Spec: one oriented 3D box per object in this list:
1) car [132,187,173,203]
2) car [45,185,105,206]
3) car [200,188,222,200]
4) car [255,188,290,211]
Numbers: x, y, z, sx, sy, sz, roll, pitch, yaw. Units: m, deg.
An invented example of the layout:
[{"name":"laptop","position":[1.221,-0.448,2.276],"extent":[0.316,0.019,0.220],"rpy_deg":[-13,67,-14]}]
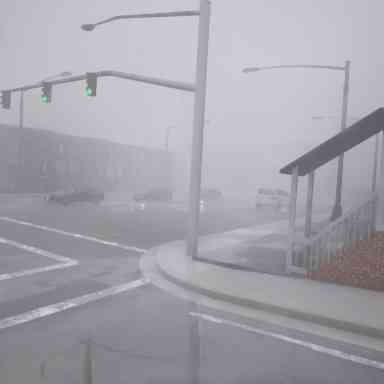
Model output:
[{"name":"car","position":[-3.942,0.243,34.081],"extent":[1.837,1.490,4.892],"rpy_deg":[5,3,36]},{"name":"car","position":[-9.285,0.227,26.667],"extent":[2.128,1.511,4.902],"rpy_deg":[5,3,36]},{"name":"car","position":[1.995,0.246,42.297],"extent":[1.837,1.490,4.892],"rpy_deg":[5,3,36]},{"name":"car","position":[8.142,0.677,32.569],"extent":[2.150,2.045,5.566],"rpy_deg":[5,3,36]}]
